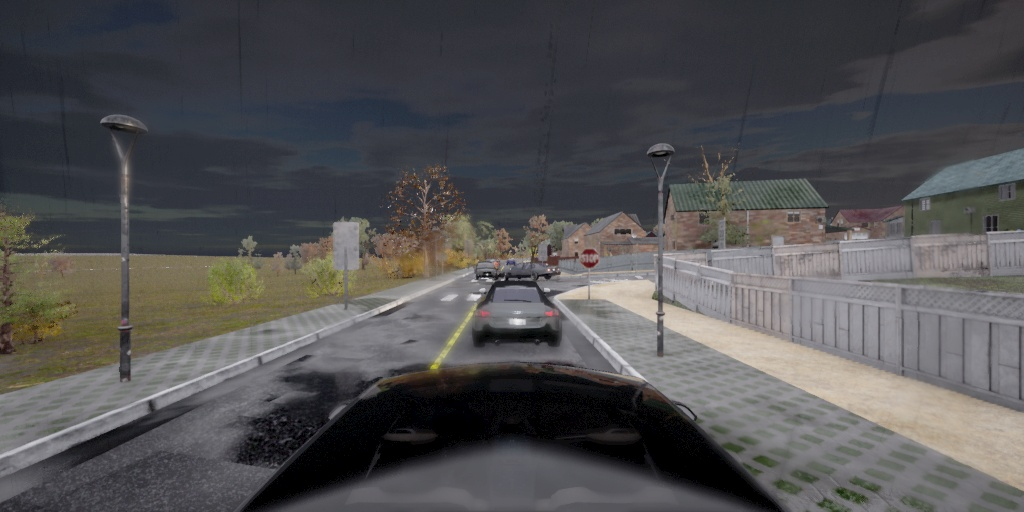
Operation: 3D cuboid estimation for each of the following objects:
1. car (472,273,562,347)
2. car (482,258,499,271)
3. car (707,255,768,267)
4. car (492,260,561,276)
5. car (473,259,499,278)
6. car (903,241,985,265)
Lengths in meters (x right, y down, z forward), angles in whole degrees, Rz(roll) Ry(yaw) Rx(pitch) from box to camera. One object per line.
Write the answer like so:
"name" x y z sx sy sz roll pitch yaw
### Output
"car" 0.081 1.313 9.302 1.994 1.385 4.181 0 0 -1
"car" -2.985 1.121 51.038 2.097 1.767 4.553 0 0 0
"car" 14.329 0.413 22.734 4.181 1.385 1.994 -3 0 16
"car" 1.263 1.198 28.320 5.357 1.411 2.033 -4 -3 43
"car" -2.333 1.258 31.222 1.837 1.490 4.892 0 0 -8
"car" 23.836 -0.208 20.338 4.902 1.511 2.128 -3 0 14
